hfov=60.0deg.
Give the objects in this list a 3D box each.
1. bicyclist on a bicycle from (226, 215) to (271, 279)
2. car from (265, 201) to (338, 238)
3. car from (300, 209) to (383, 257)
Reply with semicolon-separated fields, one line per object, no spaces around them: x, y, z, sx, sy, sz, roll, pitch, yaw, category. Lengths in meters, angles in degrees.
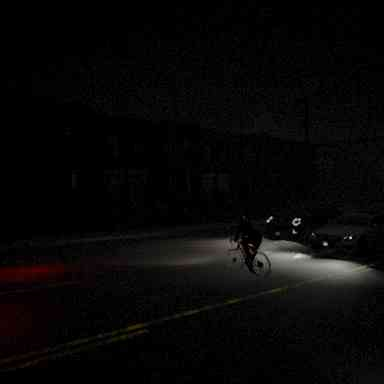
1.474;1.455;9.007;0.582;1.620;1.656;0;-2;-36;bicyclist on a bicycle
5.818;1.352;16.824;4.553;1.767;2.097;0;0;-36;car
6.517;1.526;13.011;4.674;1.442;1.812;0;0;-37;car
